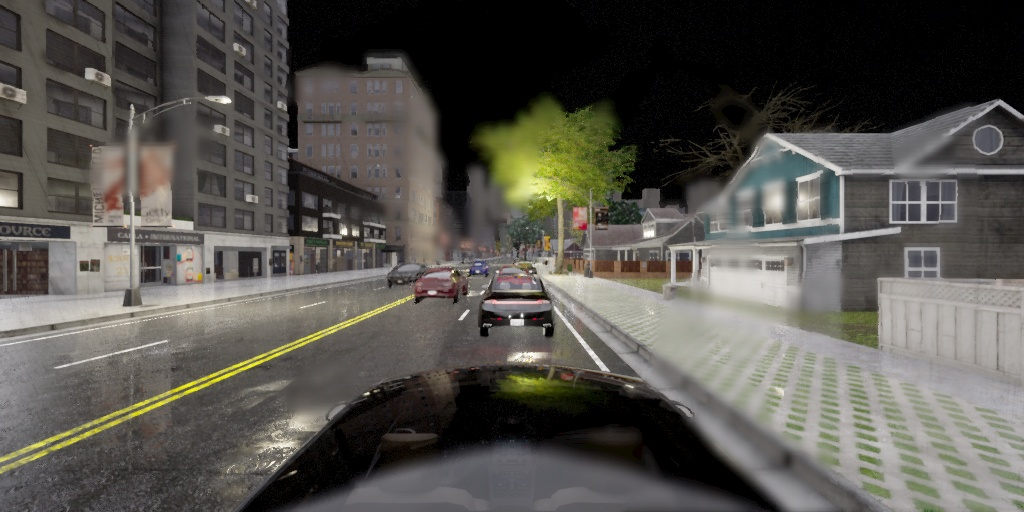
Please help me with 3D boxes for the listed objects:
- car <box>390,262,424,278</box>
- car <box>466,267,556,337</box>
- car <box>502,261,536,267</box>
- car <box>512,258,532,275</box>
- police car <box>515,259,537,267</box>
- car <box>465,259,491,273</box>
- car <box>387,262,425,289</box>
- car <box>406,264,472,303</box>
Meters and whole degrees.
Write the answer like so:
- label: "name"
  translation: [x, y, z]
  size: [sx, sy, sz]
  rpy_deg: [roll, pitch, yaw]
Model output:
- label: "car"
  translation: [-9.814, 1.288, 33.739]
  size: [1.994, 1.385, 4.181]
  rpy_deg: [0, 0, 0]
- label: "car"
  translation: [0.113, 1.239, 10.283]
  size: [2.128, 1.511, 4.902]
  rpy_deg: [0, 0, 0]
- label: "car"
  translation: [0.121, 1.218, 19.786]
  size: [1.882, 1.535, 5.008]
  rpy_deg: [0, 0, 0]
- label: "car"
  translation: [1.017, 1.068, 39.376]
  size: [2.097, 1.767, 4.553]
  rpy_deg: [0, 0, 0]
- label: "police car"
  translation: [1.007, 1.155, 29.515]
  size: [1.930, 1.638, 5.238]
  rpy_deg: [0, 0, 0]
- label: "car"
  translation: [-3.110, 1.248, 34.980]
  size: [1.812, 1.442, 4.674]
  rpy_deg: [0, 0, 0]
- label: "car"
  translation: [-6.575, 1.214, 23.515]
  size: [1.882, 1.535, 5.008]
  rpy_deg: [0, 0, 0]
- label: "car"
  translation: [-3.133, 1.269, 16.400]
  size: [1.812, 1.442, 4.674]
  rpy_deg: [0, 0, 0]
